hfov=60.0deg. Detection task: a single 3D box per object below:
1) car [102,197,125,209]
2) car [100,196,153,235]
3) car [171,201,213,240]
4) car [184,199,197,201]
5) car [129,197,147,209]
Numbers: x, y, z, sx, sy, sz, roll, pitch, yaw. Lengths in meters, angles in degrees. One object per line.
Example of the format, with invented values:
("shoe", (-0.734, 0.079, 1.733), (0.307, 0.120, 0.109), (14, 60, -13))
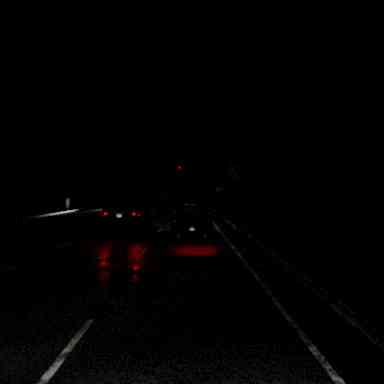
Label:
("car", (-10.922, 1.467, 46.881), (2.128, 1.511, 4.902), (0, 0, 0))
("car", (-3.531, 1.214, 18.695), (2.150, 2.045, 5.566), (0, 0, -1))
("car", (-0.016, 1.467, 17.002), (1.882, 1.535, 5.008), (0, 0, -1))
("car", (-0.197, 1.470, 35.339), (2.128, 1.511, 4.902), (0, 0, -1))
("car", (-7.421, 1.500, 46.302), (1.812, 1.442, 4.674), (0, 0, 0))
